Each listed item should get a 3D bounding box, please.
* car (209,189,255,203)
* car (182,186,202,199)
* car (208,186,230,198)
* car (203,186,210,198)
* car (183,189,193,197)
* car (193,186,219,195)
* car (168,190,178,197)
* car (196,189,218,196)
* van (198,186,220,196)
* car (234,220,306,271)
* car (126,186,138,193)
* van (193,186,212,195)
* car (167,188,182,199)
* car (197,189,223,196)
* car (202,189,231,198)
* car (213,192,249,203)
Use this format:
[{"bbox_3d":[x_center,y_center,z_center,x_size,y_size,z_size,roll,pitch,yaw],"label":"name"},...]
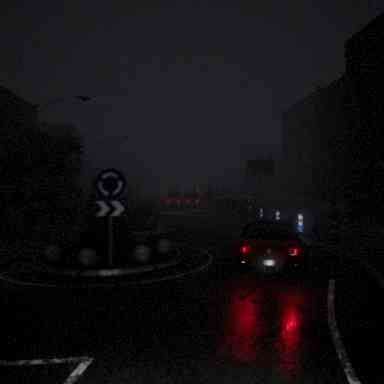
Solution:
[{"bbox_3d":[5.281,0.734,42.518,5.366,1.575,1.946,0,2,-4],"label":"car"},{"bbox_3d":[-0.048,0.220,55.273,2.097,1.767,4.553,0,1,-4],"label":"car"},{"bbox_3d":[5.041,0.440,48.022,4.553,1.767,2.185,0,2,-4],"label":"car"},{"bbox_3d":[4.905,0.234,50.770,5.566,2.045,2.435,0,2,-4],"label":"car"},{"bbox_3d":[-0.824,0.132,65.377,1.837,1.490,4.892,0,1,-4],"label":"car"},{"bbox_3d":[3.073,-0.327,75.506,5.566,2.045,2.435,0,1,-4],"label":"car"},{"bbox_3d":[-3.819,0.223,65.194,1.895,1.301,4.718,0,1,-4],"label":"car"},{"bbox_3d":[3.301,0.013,72.762,4.674,1.452,2.002,0,1,-4],"label":"car"},{"bbox_3d":[3.620,-0.200,69.895,4.442,1.987,1.878,0,1,-4],"label":"van"},{"bbox_3d":[2.518,1.573,10.958,1.895,1.301,4.718,0,0,12],"label":"car"},{"bbox_3d":[-18.827,-0.642,93.166,5.566,2.045,2.435,0,1,-4],"label":"car"},{"bbox_3d":[2.591,-0.387,80.997,4.442,1.987,1.878,0,1,-4],"label":"van"},{"bbox_3d":[-3.055,0.210,55.290,2.097,1.767,4.553,0,1,-4],"label":"car"},{"bbox_3d":[3.698,0.079,67.264,5.008,1.535,2.097,0,1,-4],"label":"car"},{"bbox_3d":[4.290,0.267,59.020,4.892,1.521,2.231,0,1,-4],"label":"car"},{"bbox_3d":[5.272,0.690,45.282,4.674,1.452,2.002,0,2,-4],"label":"car"}]
